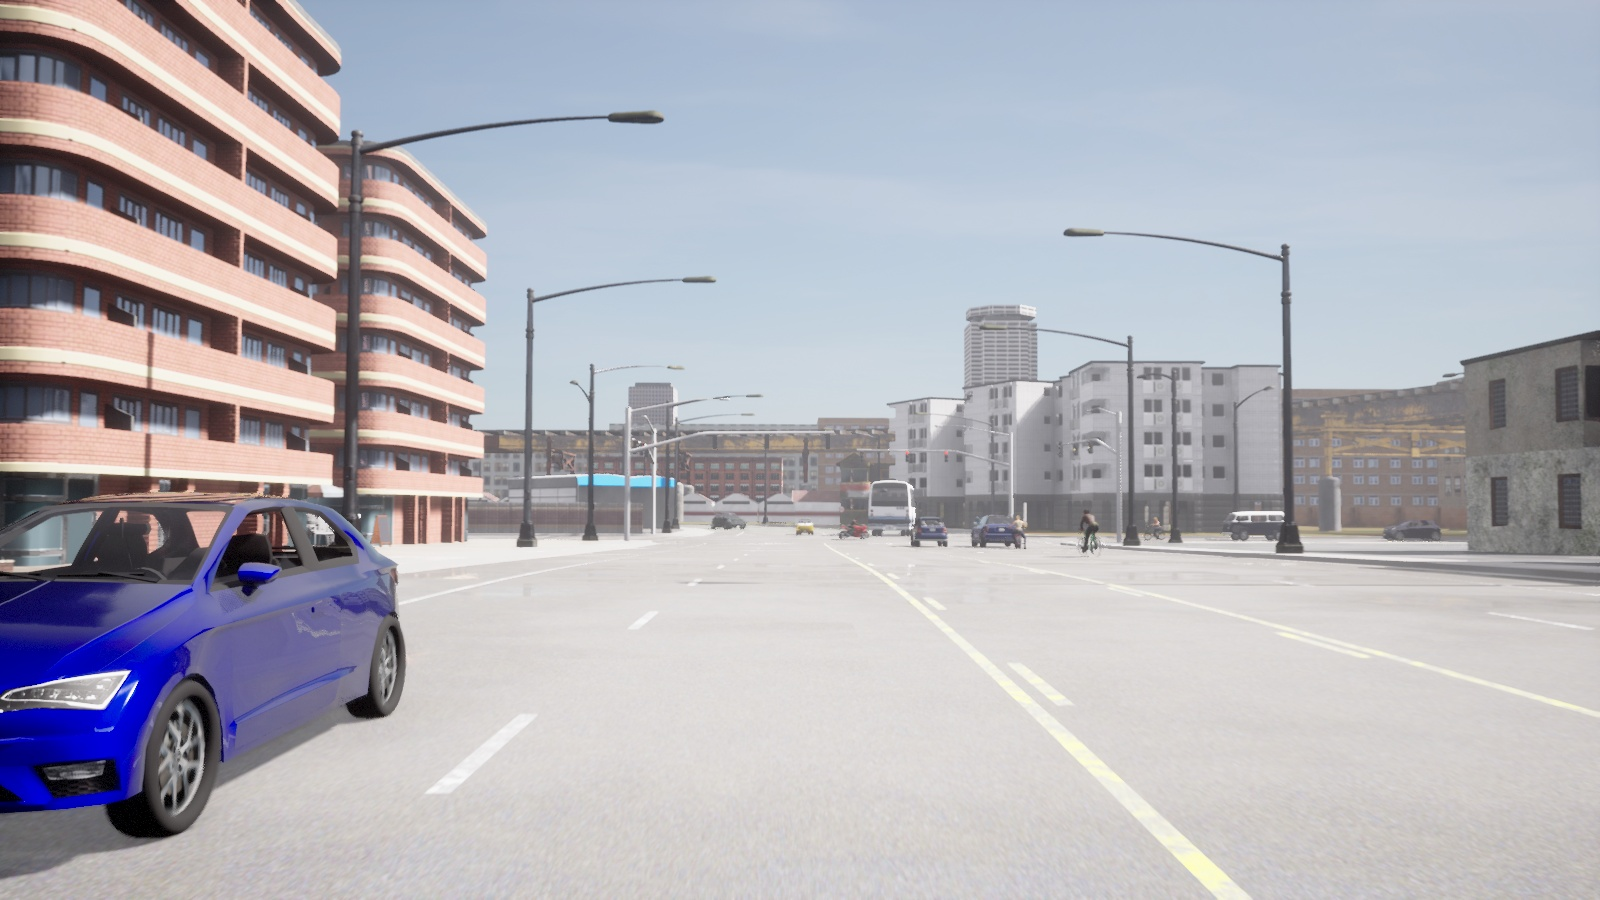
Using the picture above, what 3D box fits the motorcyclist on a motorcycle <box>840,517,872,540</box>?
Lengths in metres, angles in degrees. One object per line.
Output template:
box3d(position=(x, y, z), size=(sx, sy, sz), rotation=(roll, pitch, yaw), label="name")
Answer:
box3d(position=(3.735, 5.193, 83.338), size=(2.044, 1.523, 0.797), rotation=(0, -3, -1), label="motorcyclist on a motorcycle")

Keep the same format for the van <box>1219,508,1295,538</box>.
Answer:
box3d(position=(31.781, 5.045, 87.471), size=(4.480, 2.038, 2.069), rotation=(0, -3, -1), label="van")

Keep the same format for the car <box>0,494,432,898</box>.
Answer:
box3d(position=(-3.516, 0.998, 6.813), size=(1.816, 1.474, 4.193), rotation=(0, -2, 0), label="car")

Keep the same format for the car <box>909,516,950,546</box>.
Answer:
box3d(position=(6.851, 4.301, 66.681), size=(1.789, 1.549, 3.705), rotation=(0, -4, 0), label="car")

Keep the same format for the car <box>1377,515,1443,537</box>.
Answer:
box3d(position=(42.572, 5.301, 87.661), size=(3.633, 1.501, 1.845), rotation=(0, -3, 1), label="car")

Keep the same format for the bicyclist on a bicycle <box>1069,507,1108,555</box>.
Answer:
box3d(position=(9.876, 2.780, 43.003), size=(0.582, 1.620, 1.656), rotation=(0, -4, -14), label="bicyclist on a bicycle")

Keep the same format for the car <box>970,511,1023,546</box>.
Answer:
box3d(position=(10.351, 4.162, 66.470), size=(2.097, 1.767, 4.553), rotation=(0, -3, 0), label="car")
